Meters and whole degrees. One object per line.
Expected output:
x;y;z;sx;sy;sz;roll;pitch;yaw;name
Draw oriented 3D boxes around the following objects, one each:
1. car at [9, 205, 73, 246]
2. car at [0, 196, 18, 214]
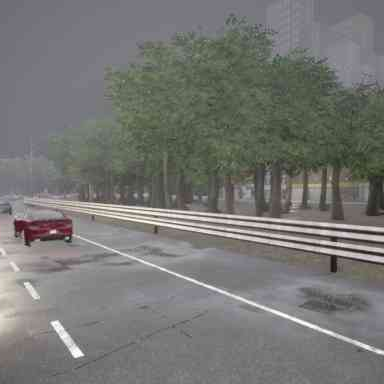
-7.044;1.477;15.522;1.882;1.535;5.008;0;0;-35;car
-18.727;1.488;32.320;2.128;1.511;4.902;0;0;-35;car
